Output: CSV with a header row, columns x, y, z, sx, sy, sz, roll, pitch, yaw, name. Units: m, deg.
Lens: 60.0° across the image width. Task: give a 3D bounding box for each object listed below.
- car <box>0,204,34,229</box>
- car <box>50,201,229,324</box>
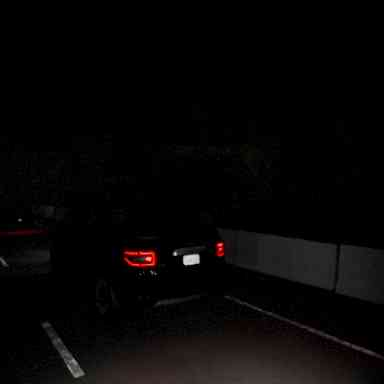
x,y,z,sx,sy,sz,roll,pitch,yaw,name
-11.951,1.567,22.349,1.882,1.535,5.008,0,0,-35,car
-1.550,1.220,7.535,2.150,2.045,5.566,0,-1,-35,car
